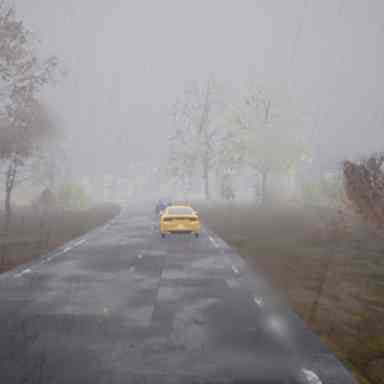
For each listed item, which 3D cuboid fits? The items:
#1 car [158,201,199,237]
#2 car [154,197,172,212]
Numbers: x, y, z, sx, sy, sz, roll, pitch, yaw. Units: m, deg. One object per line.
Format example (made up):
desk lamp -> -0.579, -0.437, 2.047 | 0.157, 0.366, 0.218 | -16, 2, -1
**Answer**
car -> -0.723, 1.488, 18.165 | 1.882, 1.535, 5.008 | 0, 0, -4
car -> -3.232, 1.391, 38.630 | 2.097, 1.767, 4.553 | 0, 0, -9
